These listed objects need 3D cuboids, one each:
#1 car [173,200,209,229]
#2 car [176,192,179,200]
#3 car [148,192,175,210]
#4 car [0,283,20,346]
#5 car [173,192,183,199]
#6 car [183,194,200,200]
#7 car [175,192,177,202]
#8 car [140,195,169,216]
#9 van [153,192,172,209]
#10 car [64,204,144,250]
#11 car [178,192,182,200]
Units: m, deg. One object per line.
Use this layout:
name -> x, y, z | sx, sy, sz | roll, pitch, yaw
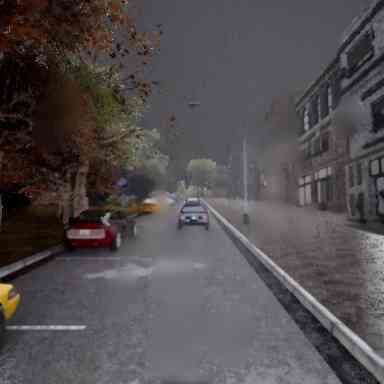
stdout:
car -> 0.098, 1.455, 20.635 | 2.033, 1.411, 5.357 | 0, 0, 0
car -> -3.659, 1.230, 52.897 | 2.097, 1.535, 5.008 | 0, 0, 2
car -> -3.656, 1.057, 36.220 | 2.435, 2.045, 5.566 | 0, 0, 2
car -> -3.646, 1.465, 2.953 | 1.946, 1.575, 5.366 | 0, 0, 2
car -> -3.664, 0.969, 86.294 | 2.185, 1.767, 4.553 | 0, 0, 2
car -> 0.095, 1.330, 41.130 | 1.812, 1.442, 4.674 | 0, 1, 0
car -> -3.651, 1.251, 47.518 | 1.946, 1.575, 5.366 | 0, 0, 2
car -> -3.656, 1.337, 30.617 | 2.097, 1.535, 5.008 | 0, 0, 2
van -> -3.653, 1.055, 41.878 | 1.878, 1.987, 4.442 | 0, 0, 2
car -> -3.653, 1.449, 13.939 | 2.163, 1.488, 4.792 | 0, 0, 2
car -> -3.661, 1.059, 64.012 | 2.185, 1.767, 4.553 | 0, 0, 2
